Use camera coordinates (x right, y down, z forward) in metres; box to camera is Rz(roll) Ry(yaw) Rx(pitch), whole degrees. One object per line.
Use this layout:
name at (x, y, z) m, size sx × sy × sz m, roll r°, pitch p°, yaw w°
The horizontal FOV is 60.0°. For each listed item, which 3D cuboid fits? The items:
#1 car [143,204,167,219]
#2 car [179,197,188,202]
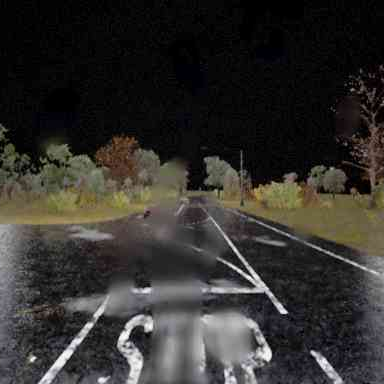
car at (-3.439, 1.804, 31.410) m, size 1.895 × 1.301 × 4.718 m, roll 0°, pitch 0°, yaw 0°
car at (-2.379, 2.093, 90.685) m, size 1.895 × 1.301 × 4.718 m, roll 0°, pitch 0°, yaw 7°
